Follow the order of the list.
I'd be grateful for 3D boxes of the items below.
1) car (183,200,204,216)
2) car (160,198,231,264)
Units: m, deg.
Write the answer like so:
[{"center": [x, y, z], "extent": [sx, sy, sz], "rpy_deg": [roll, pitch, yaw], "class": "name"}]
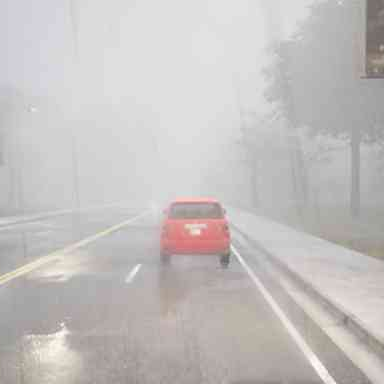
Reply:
[{"center": [0.109, 1.581, 33.943], "extent": [1.994, 1.385, 4.181], "rpy_deg": [0, 0, 0], "class": "car"}, {"center": [0.103, 1.221, 12.021], "extent": [2.150, 2.045, 5.566], "rpy_deg": [0, 0, 0], "class": "car"}]
